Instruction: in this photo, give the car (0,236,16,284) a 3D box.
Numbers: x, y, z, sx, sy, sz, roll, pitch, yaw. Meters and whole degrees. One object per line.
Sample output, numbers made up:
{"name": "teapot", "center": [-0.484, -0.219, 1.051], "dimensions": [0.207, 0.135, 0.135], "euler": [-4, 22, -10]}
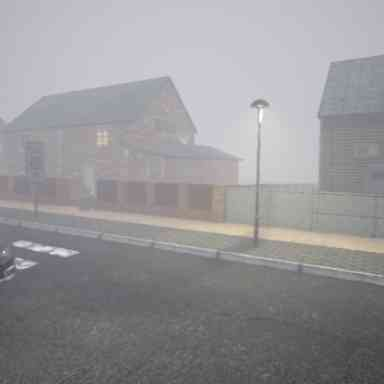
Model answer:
{"name": "car", "center": [-5.513, 0.970, 6.475], "dimensions": [4.902, 1.511, 2.128], "euler": [3, 5, 29]}
